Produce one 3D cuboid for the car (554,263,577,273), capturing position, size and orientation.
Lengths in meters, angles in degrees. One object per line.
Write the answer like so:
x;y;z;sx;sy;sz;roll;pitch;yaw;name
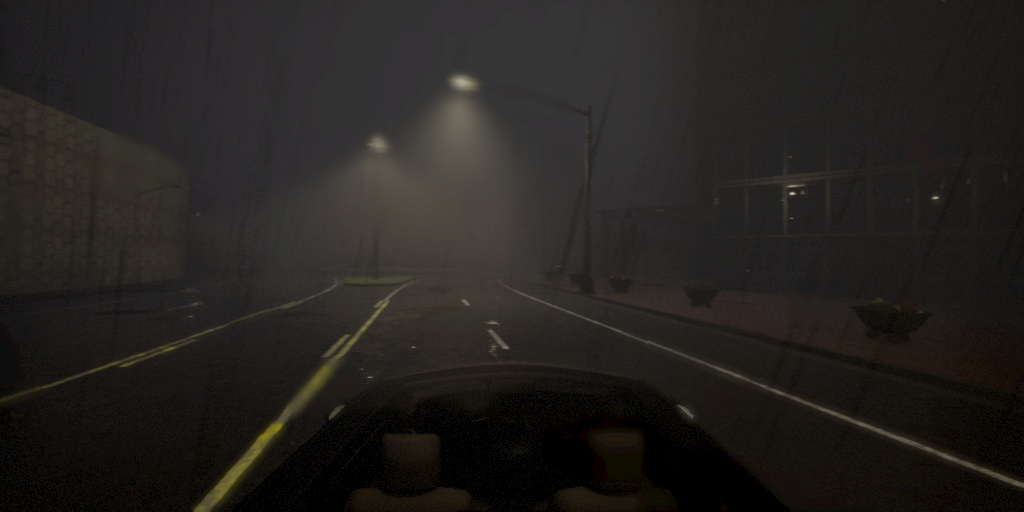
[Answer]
8.189;1.743;54.776;2.128;1.511;4.902;0;0;37;car
